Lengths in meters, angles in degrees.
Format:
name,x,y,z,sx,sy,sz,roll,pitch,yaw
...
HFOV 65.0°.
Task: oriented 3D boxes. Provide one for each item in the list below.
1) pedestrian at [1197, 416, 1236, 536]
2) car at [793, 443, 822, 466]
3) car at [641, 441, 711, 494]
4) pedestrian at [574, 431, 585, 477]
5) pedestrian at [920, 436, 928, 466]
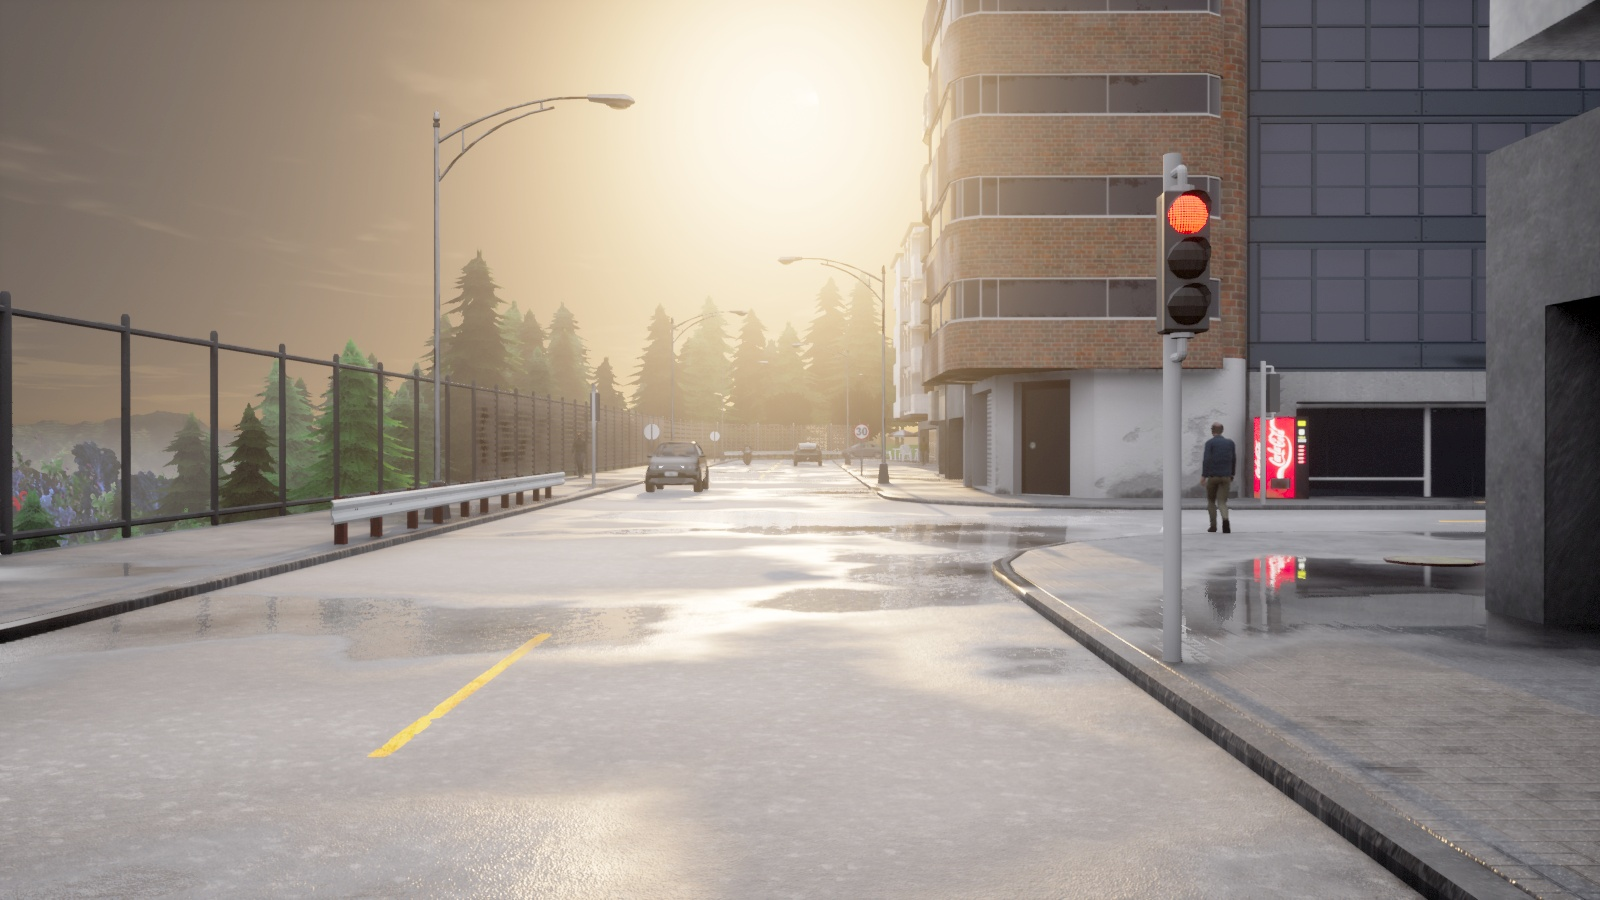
name,x,y,z,sx,sy,sz,roll,pitch,yaw
pedestrian,6.532,0.399,19.721,0.402,1.842,0.726,0,0,4
car,0.514,0.285,82.776,1.837,1.490,4.892,0,0,0
car,-3.754,0.504,38.570,1.789,1.549,3.705,0,0,0
pedestrian,-8.791,0.166,50.156,0.353,1.847,0.614,0,0,-3
pedestrian,7.731,0.041,78.204,0.431,1.840,0.709,0,0,1
